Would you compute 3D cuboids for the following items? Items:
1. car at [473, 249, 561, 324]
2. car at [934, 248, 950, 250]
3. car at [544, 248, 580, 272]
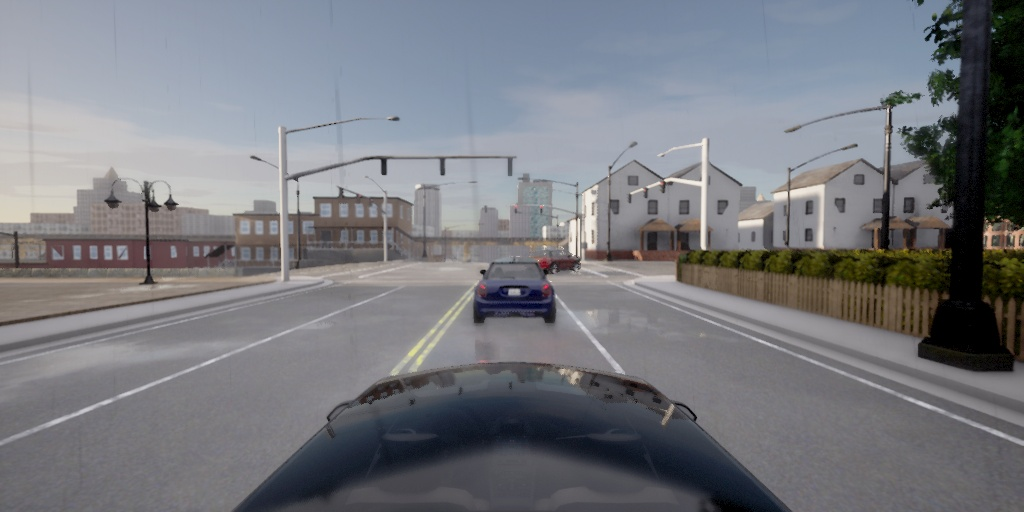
[{"bbox_3d":[0.073,0.810,10.795,2.097,1.767,4.553,0,2,0],"label":"car"},{"bbox_3d":[39.026,0.107,32.534,4.553,1.767,2.097,0,2,-1],"label":"car"},{"bbox_3d":[3.136,0.293,26.080,2.097,1.767,4.553,2,3,38],"label":"car"}]
